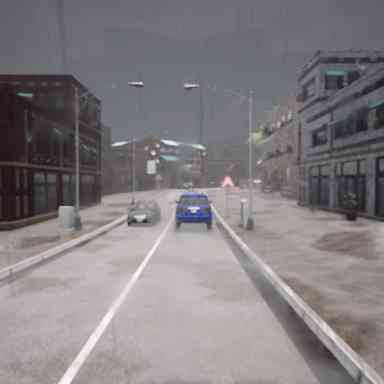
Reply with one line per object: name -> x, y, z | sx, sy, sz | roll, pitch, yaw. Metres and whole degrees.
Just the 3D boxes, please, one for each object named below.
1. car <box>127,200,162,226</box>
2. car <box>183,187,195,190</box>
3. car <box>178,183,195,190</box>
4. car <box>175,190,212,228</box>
car -> -3.097, 1.336, 22.225 | 2.128, 1.511, 4.902 | 0, 2, 0
car -> 0.100, 0.530, 39.493 | 1.812, 1.442, 4.674 | 0, 4, 0
car -> -1.025, -1.108, 64.406 | 1.994, 1.385, 4.181 | 1, 3, 24
car -> 0.102, 1.092, 21.224 | 2.150, 2.045, 5.566 | 0, 1, 0
